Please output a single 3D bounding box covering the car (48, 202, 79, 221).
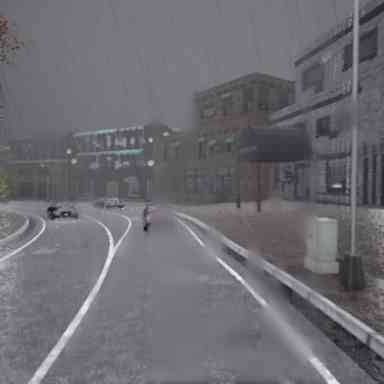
[{"bbox_3d":[-10.332,1.475,26.560,1.994,1.385,4.181,-1,1,-29],"label":"car"}]

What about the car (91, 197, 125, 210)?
[{"bbox_3d":[-9.692,1.235,38.086,2.033,1.411,5.357,-2,2,-41],"label":"car"}]

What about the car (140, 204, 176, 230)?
[{"bbox_3d":[-2.141,1.428,20.473,2.033,1.411,5.357,-1,1,-10],"label":"car"}]
